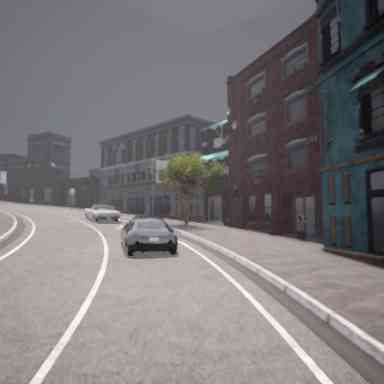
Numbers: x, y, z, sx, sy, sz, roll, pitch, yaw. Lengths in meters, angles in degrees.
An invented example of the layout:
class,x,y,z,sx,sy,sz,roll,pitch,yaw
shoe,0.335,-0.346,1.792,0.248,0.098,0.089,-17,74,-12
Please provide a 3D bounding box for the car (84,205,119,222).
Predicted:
class,x,y,z,sx,sy,sz,roll,pitch,yaw
car,-7.471,1.702,27.381,1.895,1.301,4.718,3,-1,-30

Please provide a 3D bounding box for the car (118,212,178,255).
class,x,y,z,sx,sy,sz,roll,pitch,yaw
car,-1.895,1.699,14.056,1.994,1.385,4.181,1,0,-15
